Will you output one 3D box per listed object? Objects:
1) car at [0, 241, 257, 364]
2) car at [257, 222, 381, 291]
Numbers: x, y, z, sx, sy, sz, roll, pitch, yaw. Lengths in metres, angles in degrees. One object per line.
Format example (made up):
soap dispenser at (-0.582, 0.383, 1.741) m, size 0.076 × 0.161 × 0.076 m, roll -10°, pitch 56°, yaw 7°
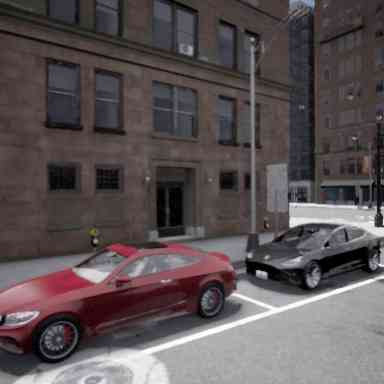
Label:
car at (-1.057, 1.569, 5.778) m, size 4.206 × 1.307 × 1.802 m, roll 0°, pitch 0°, yaw -35°
car at (3.384, 1.525, 8.938) m, size 4.313 × 1.339 × 1.947 m, roll 0°, pitch 0°, yaw -35°
